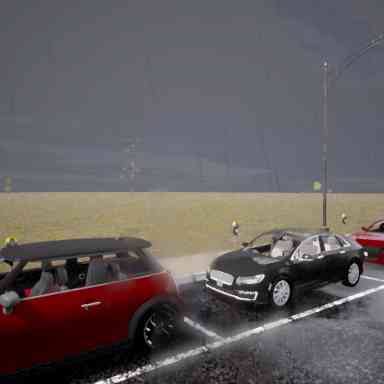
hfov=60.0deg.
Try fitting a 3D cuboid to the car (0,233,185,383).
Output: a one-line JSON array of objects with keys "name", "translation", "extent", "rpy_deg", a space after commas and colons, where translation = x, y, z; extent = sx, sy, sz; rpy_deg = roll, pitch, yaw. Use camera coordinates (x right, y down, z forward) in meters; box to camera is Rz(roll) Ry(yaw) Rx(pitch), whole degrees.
[{"name": "car", "translation": [-2.186, 1.440, 4.528], "extent": [4.097, 1.590, 1.967], "rpy_deg": [0, 1, -36]}]

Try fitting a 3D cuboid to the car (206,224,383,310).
[{"name": "car", "translation": [2.317, 1.552, 7.749], "extent": [4.403, 1.369, 2.008], "rpy_deg": [0, 1, -36]}]

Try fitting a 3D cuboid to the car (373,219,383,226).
[{"name": "car", "translation": [6.821, 1.548, 10.969], "extent": [4.507, 1.381, 1.887], "rpy_deg": [0, 1, -36]}]
